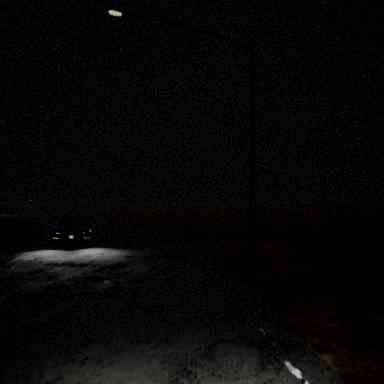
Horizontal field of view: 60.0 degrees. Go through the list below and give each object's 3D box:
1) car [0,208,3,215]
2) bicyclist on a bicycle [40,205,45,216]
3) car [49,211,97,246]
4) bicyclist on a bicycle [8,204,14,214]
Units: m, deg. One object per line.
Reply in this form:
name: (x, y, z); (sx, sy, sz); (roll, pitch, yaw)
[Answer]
car: (-30.494, 2.686, 50.146); (5.008, 1.535, 1.882); (-1, -4, 35)
bicyclist on a bicycle: (-21.694, 2.672, 48.271); (1.656, 1.620, 0.582); (-2, -4, 41)
car: (-5.890, 1.735, 16.627); (1.837, 1.490, 4.892); (1, -1, -17)
bicyclist on a bicycle: (-29.378, 2.781, 54.061); (1.843, 1.776, 0.659); (-1, -3, 33)
